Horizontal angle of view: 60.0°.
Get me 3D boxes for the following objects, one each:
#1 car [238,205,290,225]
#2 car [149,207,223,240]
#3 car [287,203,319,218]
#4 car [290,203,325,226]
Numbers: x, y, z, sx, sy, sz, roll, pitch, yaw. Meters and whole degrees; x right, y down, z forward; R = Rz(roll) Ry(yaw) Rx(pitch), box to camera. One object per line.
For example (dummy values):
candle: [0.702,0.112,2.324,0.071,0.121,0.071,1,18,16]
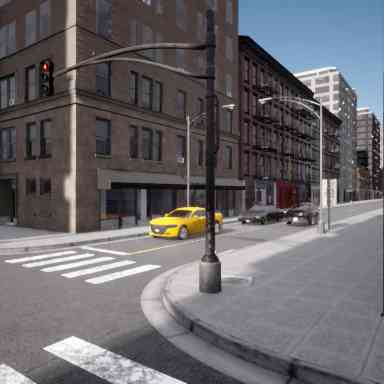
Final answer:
car: [5.533,1.704,25.949,2.033,1.411,5.357,0,0,35]
car: [-0.208,1.576,17.891,1.882,1.535,5.008,0,0,35]
car: [11.521,1.816,34.329,1.895,1.301,4.718,0,0,36]
car: [8.684,1.670,25.305,1.837,1.490,4.892,0,0,36]
